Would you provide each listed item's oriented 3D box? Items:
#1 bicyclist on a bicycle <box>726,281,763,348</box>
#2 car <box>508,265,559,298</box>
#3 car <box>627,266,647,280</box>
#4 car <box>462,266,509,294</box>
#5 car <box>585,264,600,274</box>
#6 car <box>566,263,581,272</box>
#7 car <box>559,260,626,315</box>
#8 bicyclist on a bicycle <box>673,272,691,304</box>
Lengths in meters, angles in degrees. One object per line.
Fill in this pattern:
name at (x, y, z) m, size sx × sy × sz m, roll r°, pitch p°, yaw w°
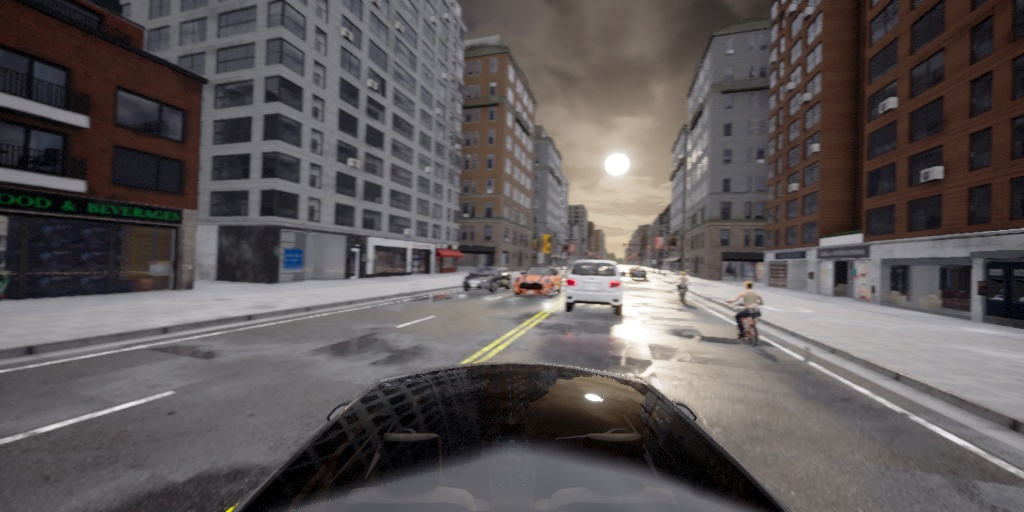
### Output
bicyclist on a bicycle at (6.016, 1.441, 9.189) m, size 0.866 × 1.612 × 1.509 m, roll 2°, pitch -1°, yaw 16°
car at (1.613, 1.327, 20.687) m, size 2.097 × 1.767 × 4.553 m, roll 2°, pitch -1°, yaw 17°
car at (15.608, 2.120, 44.239) m, size 2.128 × 1.511 × 4.902 m, roll 2°, pitch -1°, yaw 17°
car at (-1.394, 1.385, 21.990) m, size 2.128 × 1.511 × 4.902 m, roll 2°, pitch -1°, yaw 17°
car at (13.733, 2.190, 61.013) m, size 2.033 × 1.411 × 5.357 m, roll 2°, pitch -1°, yaw 17°
car at (10.623, 2.002, 61.944) m, size 1.994 × 1.385 × 4.181 m, roll 2°, pitch -1°, yaw 17°
car at (3.630, 1.208, 15.378) m, size 2.150 × 2.045 × 5.566 m, roll 2°, pitch -1°, yaw 17°
bicyclist on a bicycle at (8.682, 1.608, 18.256) m, size 0.866 × 1.612 × 1.509 m, roll 2°, pitch -1°, yaw 17°
